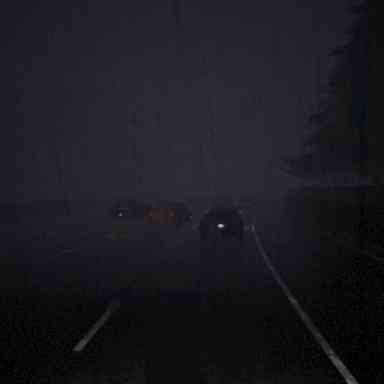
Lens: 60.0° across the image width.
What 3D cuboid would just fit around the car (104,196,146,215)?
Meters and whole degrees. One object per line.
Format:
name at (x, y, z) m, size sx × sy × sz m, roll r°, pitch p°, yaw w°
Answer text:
car at (-6.198, 1.198, 31.460) m, size 1.882 × 1.535 × 5.008 m, roll 0°, pitch 0°, yaw 14°

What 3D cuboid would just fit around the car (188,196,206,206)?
car at (0.436, 1.171, 41.713) m, size 1.812 × 1.442 × 4.674 m, roll 0°, pitch 0°, yaw 18°

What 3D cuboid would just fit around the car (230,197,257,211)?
car at (5.896, 1.251, 36.015) m, size 2.033 × 1.411 × 5.357 m, roll 0°, pitch 1°, yaw 17°

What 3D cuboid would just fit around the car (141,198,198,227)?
car at (-1.252, 1.362, 21.371) m, size 2.033 × 1.411 × 5.357 m, roll 0°, pitch 0°, yaw 10°

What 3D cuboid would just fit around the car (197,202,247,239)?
car at (1.537, 1.426, 16.416) m, size 1.994 × 1.385 × 4.181 m, roll 0°, pitch 0°, yaw 8°

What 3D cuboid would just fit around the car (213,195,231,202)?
car at (4.040, 1.131, 41.445) m, size 1.882 × 1.535 × 5.008 m, roll 0°, pitch 0°, yaw 19°

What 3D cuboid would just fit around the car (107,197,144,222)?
car at (-4.228, 1.277, 24.193) m, size 2.128 × 1.511 × 4.902 m, roll 0°, pitch 0°, yaw 11°
